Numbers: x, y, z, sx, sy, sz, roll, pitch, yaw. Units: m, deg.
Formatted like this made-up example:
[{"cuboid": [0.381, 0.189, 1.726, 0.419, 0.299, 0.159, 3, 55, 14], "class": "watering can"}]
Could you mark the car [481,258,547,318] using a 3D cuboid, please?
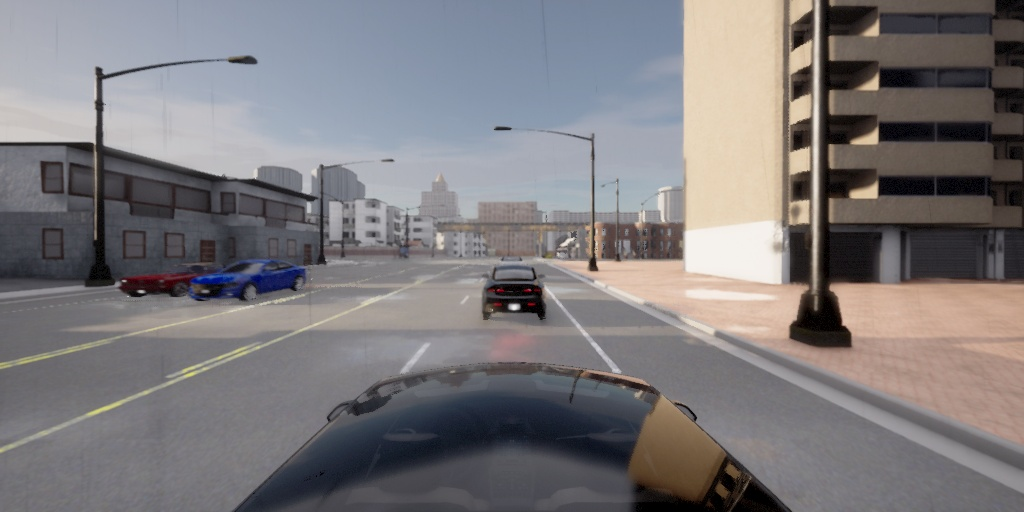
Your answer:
[{"cuboid": [0.052, 1.011, 11.781, 1.837, 1.490, 4.892, 0, 2, 0], "class": "car"}]

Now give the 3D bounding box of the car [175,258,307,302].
[{"cuboid": [-10.647, 0.891, 14.925, 1.882, 1.535, 5.008, 0, 2, 0], "class": "car"}]

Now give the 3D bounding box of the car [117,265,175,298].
[{"cuboid": [-14.149, 0.986, 15.881, 1.895, 1.301, 4.718, 0, 2, 0], "class": "car"}]

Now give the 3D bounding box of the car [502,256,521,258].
[{"cuboid": [-0.028, 0.615, 28.518, 1.895, 1.301, 4.718, 0, 2, 0], "class": "car"}]
